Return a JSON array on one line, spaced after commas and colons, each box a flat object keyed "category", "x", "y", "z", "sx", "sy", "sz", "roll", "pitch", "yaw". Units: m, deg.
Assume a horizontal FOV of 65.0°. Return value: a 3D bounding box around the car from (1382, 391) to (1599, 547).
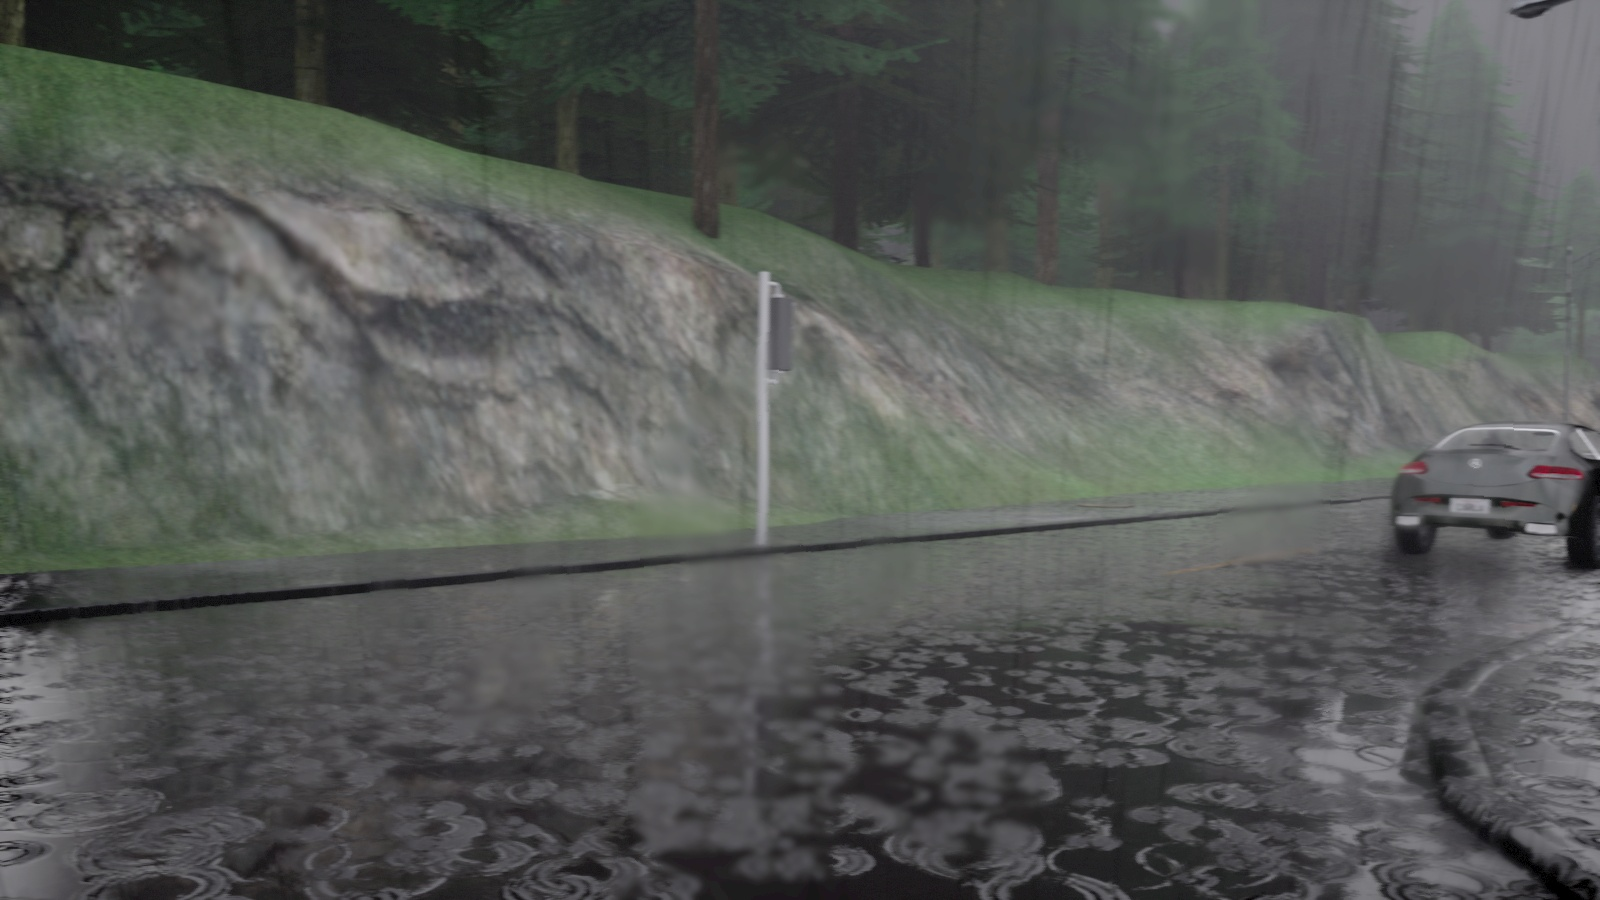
[{"category": "car", "x": 9.424, "y": 0.150, "z": 15.826, "sx": 5.027, "sy": 1.651, "sz": 2.152, "roll": -2, "pitch": 1, "yaw": -44}]
